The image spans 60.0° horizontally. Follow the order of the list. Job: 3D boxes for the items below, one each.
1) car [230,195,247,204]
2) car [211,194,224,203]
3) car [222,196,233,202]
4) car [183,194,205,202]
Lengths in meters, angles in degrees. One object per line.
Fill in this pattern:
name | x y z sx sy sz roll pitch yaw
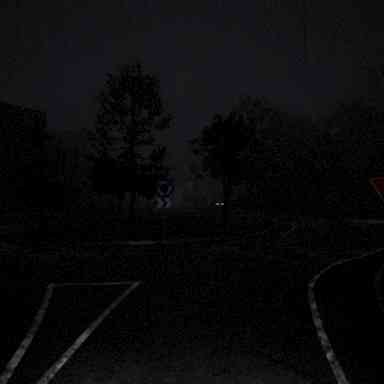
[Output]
car | 9.976 1.742 69.789 1.812 1.442 4.674 0 -1 -13
car | 6.204 1.842 76.523 2.128 1.511 4.902 0 -1 -3
car | 9.039 1.840 84.783 1.994 1.385 4.181 0 -1 -3
car | 0.962 1.688 92.163 5.566 2.045 2.435 0 0 -3
